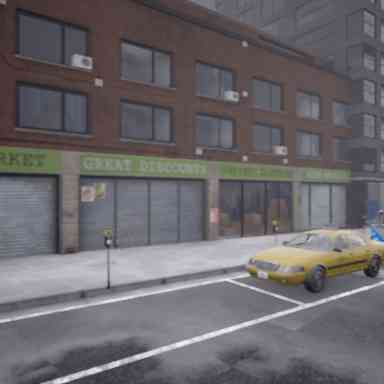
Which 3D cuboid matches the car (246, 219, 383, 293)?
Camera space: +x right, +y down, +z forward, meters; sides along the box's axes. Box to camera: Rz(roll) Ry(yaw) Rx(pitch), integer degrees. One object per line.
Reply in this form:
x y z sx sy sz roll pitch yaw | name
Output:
3.603 1.627 9.110 4.829 1.417 1.752 1 -1 -35 | car

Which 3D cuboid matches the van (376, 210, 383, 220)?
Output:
8.290 1.514 12.454 3.998 1.788 1.690 1 -1 -35 | van
